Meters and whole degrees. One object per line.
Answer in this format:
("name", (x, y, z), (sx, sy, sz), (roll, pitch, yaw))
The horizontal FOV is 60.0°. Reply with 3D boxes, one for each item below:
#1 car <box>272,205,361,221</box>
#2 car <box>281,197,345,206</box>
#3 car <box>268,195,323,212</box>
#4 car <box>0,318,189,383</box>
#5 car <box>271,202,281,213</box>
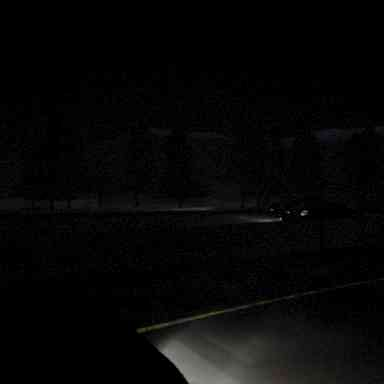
("car", (7.371, 1.648, 19.331), (4.718, 1.301, 1.895), (0, 0, -22))
("car", (9.042, 1.410, 23.613), (4.553, 1.767, 2.097), (0, 0, -20))
("car", (9.986, 1.285, 31.370), (5.566, 2.045, 2.150), (0, 0, -17))
("car", (-2.555, 1.526, 1.900), (5.357, 1.411, 2.033), (0, 0, -34))
("car", (9.281, 1.585, 27.442), (4.674, 1.442, 1.812), (0, 0, -18))
